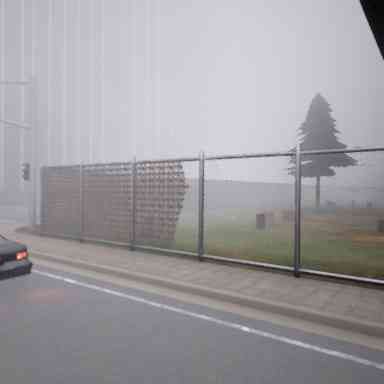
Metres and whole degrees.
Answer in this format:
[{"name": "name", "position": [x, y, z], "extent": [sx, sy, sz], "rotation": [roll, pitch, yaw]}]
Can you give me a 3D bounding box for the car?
[{"name": "car", "position": [-6.204, 1.446, 8.395], "extent": [5.357, 1.411, 2.033], "rotation": [1, 0, 35]}]
